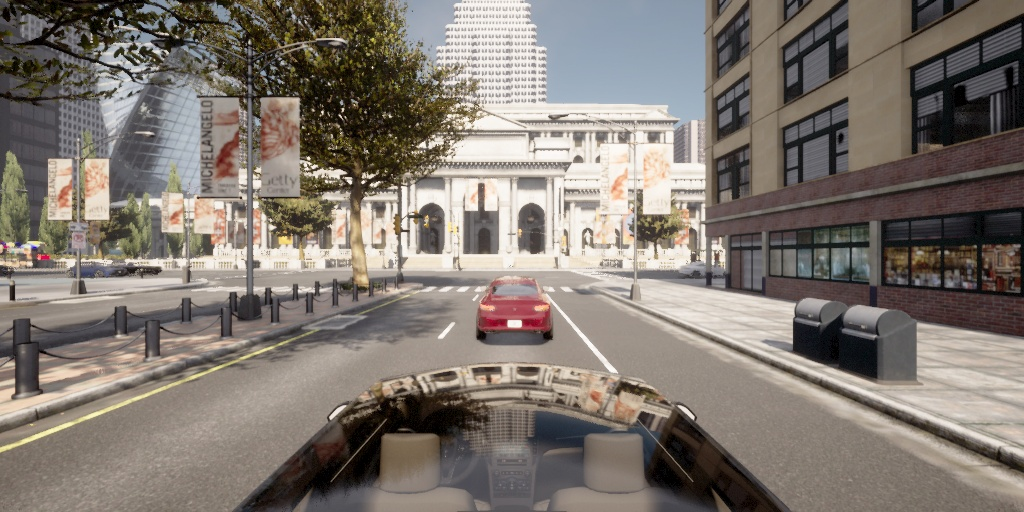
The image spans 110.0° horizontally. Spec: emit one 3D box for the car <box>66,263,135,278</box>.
[{"bbox_3d":[-38.508,1.311,33.389,4.181,1.385,1.994,0,0,0],"label":"car"}]

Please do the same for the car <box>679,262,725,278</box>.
[{"bbox_3d":[17.917,1.274,33.142,4.674,1.442,1.812,0,0,1],"label":"car"}]

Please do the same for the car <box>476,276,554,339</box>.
[{"bbox_3d":[0.074,1.275,9.929,1.812,1.442,4.674,0,0,0],"label":"car"}]

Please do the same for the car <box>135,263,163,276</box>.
[{"bbox_3d":[-39.010,1.349,36.901,4.718,1.301,1.895,0,0,0],"label":"car"}]
